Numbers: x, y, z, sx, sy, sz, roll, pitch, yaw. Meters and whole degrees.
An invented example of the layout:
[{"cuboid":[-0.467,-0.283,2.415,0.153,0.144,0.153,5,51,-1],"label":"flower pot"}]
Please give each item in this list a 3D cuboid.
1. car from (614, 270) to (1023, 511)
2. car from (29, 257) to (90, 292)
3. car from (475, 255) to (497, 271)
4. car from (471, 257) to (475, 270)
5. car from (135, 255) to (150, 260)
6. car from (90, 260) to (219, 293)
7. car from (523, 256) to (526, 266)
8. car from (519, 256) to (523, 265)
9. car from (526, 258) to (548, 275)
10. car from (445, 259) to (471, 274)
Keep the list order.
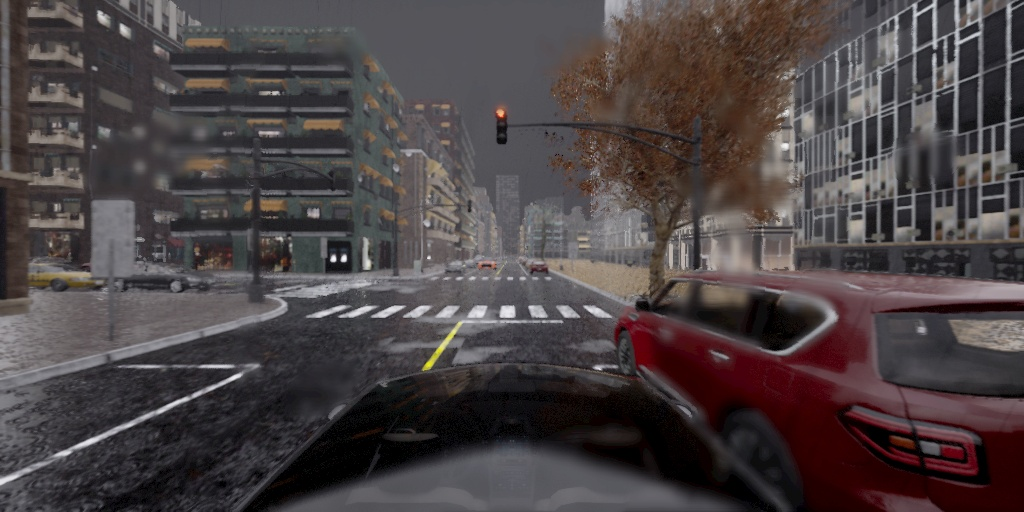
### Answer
[{"cuboid":[2.692,1.052,3.965,2.192,1.841,5.009,0,0,0],"label":"car"},{"cuboid":[-21.832,0.903,16.881,4.829,1.417,1.751,0,0,-1],"label":"car"},{"cuboid":[-3.000,0.849,44.545,2.097,1.767,4.553,0,0,0],"label":"car"},{"cuboid":[-5.689,1.064,47.418,2.007,1.370,4.403,0,0,0],"label":"car"},{"cuboid":[-27.621,0.703,25.203,4.097,1.591,1.967,0,0,-1],"label":"car"},{"cuboid":[-16.435,1.005,16.936,4.403,1.370,2.007,0,0,-1],"label":"car"},{"cuboid":[2.692,1.039,47.587,1.751,1.417,4.829,0,0,0],"label":"car"},{"cuboid":[2.692,1.021,64.014,1.802,1.307,4.207,0,0,0],"label":"car"},{"cuboid":[2.692,1.111,36.352,1.888,1.381,4.507,0,0,0],"label":"car"},{"cuboid":[-5.689,1.116,36.352,2.007,1.370,4.403,0,0,0],"label":"car"}]
